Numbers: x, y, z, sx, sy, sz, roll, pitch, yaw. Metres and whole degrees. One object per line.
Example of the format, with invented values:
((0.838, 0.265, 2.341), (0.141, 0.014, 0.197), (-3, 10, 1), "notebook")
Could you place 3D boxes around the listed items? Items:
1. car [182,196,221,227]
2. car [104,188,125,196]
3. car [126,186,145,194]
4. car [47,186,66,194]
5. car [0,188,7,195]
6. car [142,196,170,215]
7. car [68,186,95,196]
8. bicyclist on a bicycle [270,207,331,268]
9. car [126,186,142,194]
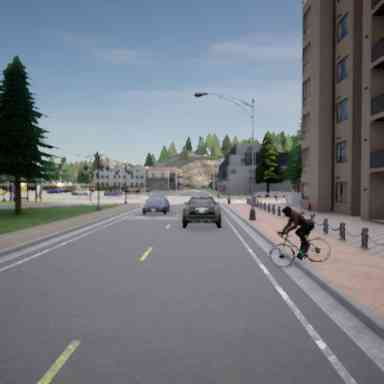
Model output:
((0.579, 0.987, 19.601), (2.097, 1.767, 4.553), (0, 1, 2), "car")
((-15.666, 0.132, 66.108), (3.633, 1.501, 1.845), (0, 1, 1), "car")
((-15.035, -0.488, 84.673), (4.605, 1.855, 1.932), (0, 1, 1), "car")
((-33.675, -0.240, 81.560), (3.633, 1.501, 1.845), (0, 1, 1), "car")
((-41.660, -0.027, 69.924), (5.027, 1.636, 2.152), (0, 1, 1), "car")
((-2.816, 1.036, 27.088), (1.812, 1.442, 4.674), (0, 1, 2), "car")
((-23.005, 0.071, 69.283), (3.806, 1.475, 1.970), (0, 1, 1), "car")
((2.828, 1.191, 8.931), (1.656, 1.620, 0.582), (-9, 1, 2), "bicyclist on a bicycle")
((-15.370, -0.563, 87.588), (3.866, 1.878, 1.905), (0, 1, 1), "car")
